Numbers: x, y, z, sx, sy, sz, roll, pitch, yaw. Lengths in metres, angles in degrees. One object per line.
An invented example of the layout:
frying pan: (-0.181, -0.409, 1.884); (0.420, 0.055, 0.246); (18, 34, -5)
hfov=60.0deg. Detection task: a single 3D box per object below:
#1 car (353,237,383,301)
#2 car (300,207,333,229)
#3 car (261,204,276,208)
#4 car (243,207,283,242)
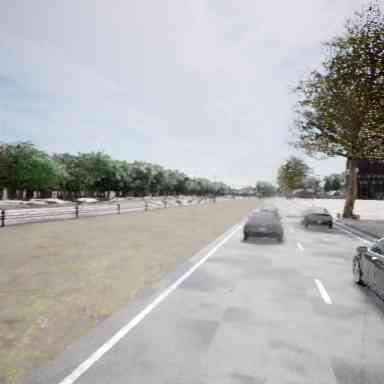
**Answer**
car: (4.793, 1.659, 6.957); (1.837, 1.490, 4.892); (1, 0, 14)
car: (9.169, 1.852, 24.696); (2.128, 1.511, 4.902); (1, 0, 14)
car: (7.516, 1.907, 32.748); (2.033, 1.411, 5.357); (1, 0, 14)
car: (3.905, 1.778, 18.074); (1.994, 1.385, 4.181); (1, 0, 14)
